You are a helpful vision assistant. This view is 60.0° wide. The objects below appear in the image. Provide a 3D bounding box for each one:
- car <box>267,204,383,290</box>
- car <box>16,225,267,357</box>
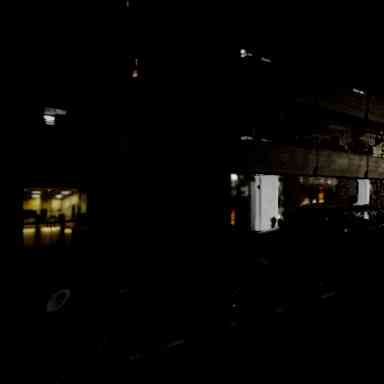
[{"bbox_3d":[3.738,1.303,9.238,5.009,1.841,2.192,0,0,-36],"label":"car"},{"bbox_3d":[-0.845,1.438,5.958,4.097,1.590,1.967,0,0,-36],"label":"car"}]
